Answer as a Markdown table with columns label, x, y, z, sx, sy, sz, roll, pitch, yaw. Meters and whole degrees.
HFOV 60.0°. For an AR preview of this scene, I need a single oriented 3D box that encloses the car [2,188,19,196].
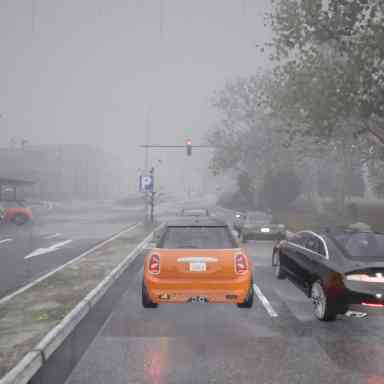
| label | x | y | z | sx | sy | sz | roll | pitch | yaw |
| --- | --- | --- | --- | --- | --- | --- | --- | --- | --- |
| car | -28.215 | 0.136 | 51.850 | 2.002 | 1.452 | 4.674 | 6 | -3 | -19 |

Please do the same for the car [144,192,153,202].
| label | x | y | z | sx | sy | sz | roll | pitch | yaw |
| --- | --- | --- | --- | --- | --- | --- | --- | --- | --- |
| car | -10.861 | 1.314 | 63.990 | 5.366 | 1.575 | 1.946 | -1 | 0 | -15 |

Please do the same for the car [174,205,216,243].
| label | x | y | z | sx | sy | sz | roll | pitch | yaw |
| --- | --- | --- | --- | --- | --- | --- | --- | --- | --- |
| car | 0.154 | 1.531 | 17.179 | 1.837 | 1.490 | 4.892 | 0 | 0 | 1 |

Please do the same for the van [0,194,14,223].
| label | x | y | z | sx | sy | sz | roll | pitch | yaw |
| --- | --- | --- | --- | --- | --- | --- | --- | --- | --- |
| van | -13.622 | 1.296 | 20.211 | 4.442 | 1.987 | 1.878 | -1 | 0 | -20 |

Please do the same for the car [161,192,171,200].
| label | x | y | z | sx | sy | sz | roll | pitch | yaw |
| --- | --- | --- | --- | --- | --- | --- | --- | --- | --- |
| car | -8.534 | 1.356 | 84.935 | 4.674 | 1.452 | 2.002 | -1 | 0 | -12 |

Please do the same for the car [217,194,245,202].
| label | x | y | z | sx | sy | sz | roll | pitch | yaw |
| --- | --- | --- | --- | --- | --- | --- | --- | --- | --- |
| car | 8.136 | 1.262 | 69.574 | 5.366 | 1.575 | 1.946 | 1 | 0 | -13 |

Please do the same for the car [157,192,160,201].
| label | x | y | z | sx | sy | sz | roll | pitch | yaw |
| --- | --- | --- | --- | --- | --- | --- | --- | --- | --- |
| car | -10.083 | 1.320 | 72.954 | 4.892 | 1.521 | 2.231 | -1 | 0 | -14 |

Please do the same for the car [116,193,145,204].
| label | x | y | z | sx | sy | sz | roll | pitch | yaw |
| --- | --- | --- | --- | --- | --- | --- | --- | --- | --- |
| car | -11.503 | 1.357 | 60.997 | 4.792 | 1.488 | 2.163 | -1 | 0 | -15 |

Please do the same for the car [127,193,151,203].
| label | x | y | z | sx | sy | sz | roll | pitch | yaw |
| --- | --- | --- | --- | --- | --- | --- | --- | --- | --- |
| car | -10.770 | 1.194 | 66.942 | 4.553 | 1.767 | 2.185 | -1 | 0 | -14 |

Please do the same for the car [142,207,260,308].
| label | x | y | z | sx | sy | sz | roll | pitch | yaw |
| --- | --- | --- | --- | --- | --- | --- | --- | --- | --- |
| car | 0.104 | 1.363 | 8.094 | 2.097 | 1.767 | 4.553 | 0 | 0 | 0 |

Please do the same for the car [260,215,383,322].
| label | x | y | z | sx | sy | sz | roll | pitch | yaw |
| --- | --- | --- | --- | --- | --- | --- | --- | --- | --- |
| car | 3.102 | 1.501 | 7.217 | 2.128 | 1.511 | 4.902 | 0 | 0 | 0 |

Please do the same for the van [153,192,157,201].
| label | x | y | z | sx | sy | sz | roll | pitch | yaw |
| --- | --- | --- | --- | --- | --- | --- | --- | --- | --- |
| van | -10.308 | 1.091 | 69.983 | 4.442 | 1.987 | 1.878 | -1 | 0 | -14 |

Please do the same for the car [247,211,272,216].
| label | x | y | z | sx | sy | sz | roll | pitch | yaw |
| --- | --- | --- | --- | --- | --- | --- | --- | --- | --- |
| car | 3.144 | 1.587 | 16.129 | 1.994 | 1.385 | 4.181 | 0 | 0 | 1 |

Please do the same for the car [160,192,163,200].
| label | x | y | z | sx | sy | sz | roll | pitch | yaw |
| --- | --- | --- | --- | --- | --- | --- | --- | --- | --- |
| car | -9.713 | 1.358 | 75.950 | 4.674 | 1.452 | 2.002 | -1 | 0 | -13 |

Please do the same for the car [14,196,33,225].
| label | x | y | z | sx | sy | sz | roll | pitch | yaw |
| --- | --- | --- | --- | --- | --- | --- | --- | --- | --- |
| car | -13.650 | 1.402 | 23.189 | 4.553 | 1.767 | 2.185 | -1 | 0 | -19 |

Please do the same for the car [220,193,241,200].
| label | x | y | z | sx | sy | sz | roll | pitch | yaw |
| --- | --- | --- | --- | --- | --- | --- | --- | --- | --- |
| car | 9.380 | 1.127 | 81.281 | 4.553 | 1.767 | 2.185 | 1 | 0 | -12 |

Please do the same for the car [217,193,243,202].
| label | x | y | z | sx | sy | sz | roll | pitch | yaw |
| --- | --- | --- | --- | --- | --- | --- | --- | --- | --- |
| car | 7.603 | 1.140 | 66.580 | 4.553 | 1.767 | 2.185 | 1 | 0 | -14 |

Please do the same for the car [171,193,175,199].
| label | x | y | z | sx | sy | sz | roll | pitch | yaw |
| --- | --- | --- | --- | --- | --- | --- | --- | --- | --- |
| car | -8.087 | 1.063 | 87.941 | 5.566 | 2.045 | 2.435 | -1 | 0 | -12 |

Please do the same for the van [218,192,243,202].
| label | x | y | z | sx | sy | sz | roll | pitch | yaw |
| --- | --- | --- | --- | --- | --- | --- | --- | --- | --- |
| van | 7.222 | 1.041 | 63.610 | 4.442 | 1.987 | 1.878 | 1 | 0 | -14 |
